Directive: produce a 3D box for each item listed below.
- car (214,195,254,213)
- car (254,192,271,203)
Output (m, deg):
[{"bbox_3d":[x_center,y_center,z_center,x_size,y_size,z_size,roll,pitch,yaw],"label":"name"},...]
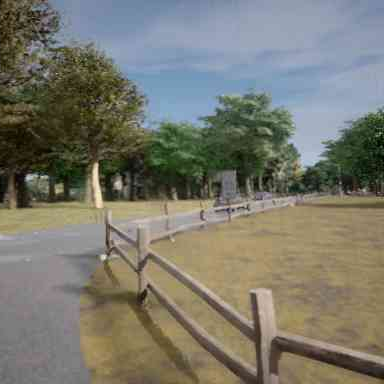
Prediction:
[{"bbox_3d":[3.599,1.030,30.201,2.128,1.511,4.902,-3,-1,27],"label":"car"},{"bbox_3d":[10.971,0.794,52.268,2.097,1.767,4.553,-3,-1,27],"label":"car"}]
